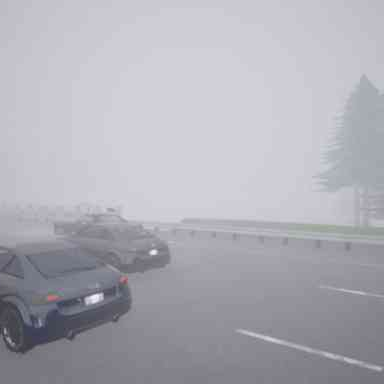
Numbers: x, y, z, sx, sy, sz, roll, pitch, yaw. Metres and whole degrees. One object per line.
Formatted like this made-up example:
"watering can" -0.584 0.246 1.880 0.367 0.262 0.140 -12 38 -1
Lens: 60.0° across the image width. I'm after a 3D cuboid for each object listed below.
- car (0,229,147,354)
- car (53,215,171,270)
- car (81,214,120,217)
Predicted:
"car" -3.104 1.603 6.264 4.181 1.385 1.994 0 0 36
"car" -2.673 1.629 10.287 4.181 1.385 1.994 0 0 36
"car" -4.699 1.701 16.108 4.718 1.301 1.895 0 0 36
